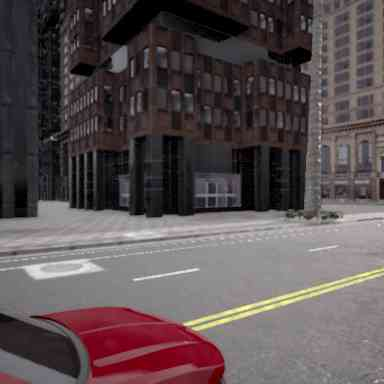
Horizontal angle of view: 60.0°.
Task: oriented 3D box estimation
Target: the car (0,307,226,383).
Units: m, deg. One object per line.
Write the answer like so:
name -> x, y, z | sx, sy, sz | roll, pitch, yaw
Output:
car -> -1.973, 1.477, 2.033 | 5.008, 1.535, 1.882 | 0, 0, -36
